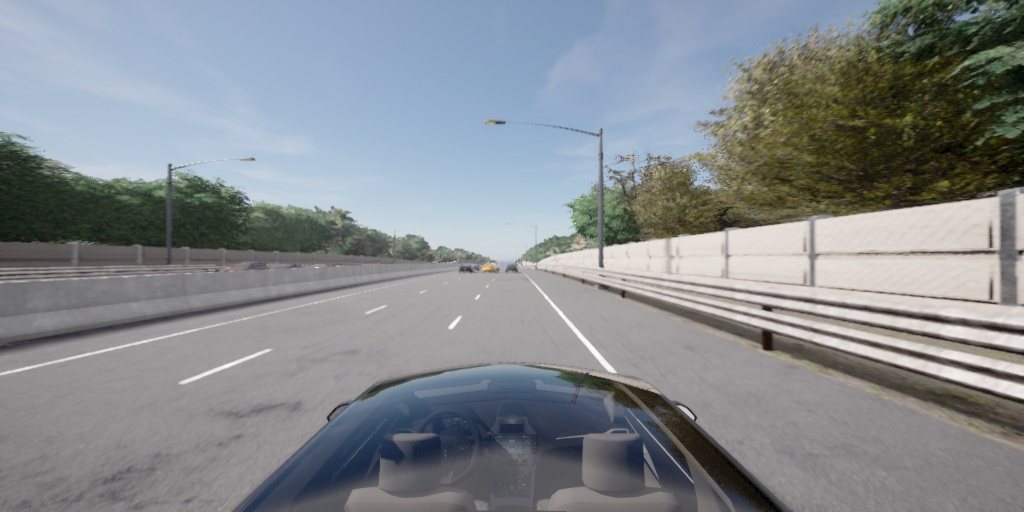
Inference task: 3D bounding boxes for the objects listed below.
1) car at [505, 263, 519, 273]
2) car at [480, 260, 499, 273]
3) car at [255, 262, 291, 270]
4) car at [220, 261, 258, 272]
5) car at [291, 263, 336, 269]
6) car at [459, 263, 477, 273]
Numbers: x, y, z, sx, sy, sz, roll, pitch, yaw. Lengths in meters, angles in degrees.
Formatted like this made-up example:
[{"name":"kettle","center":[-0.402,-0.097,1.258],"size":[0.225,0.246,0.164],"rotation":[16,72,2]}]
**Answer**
[{"name":"car","center":[0.007,1.843,55.923],"size":[1.837,1.490,4.892],"rotation":[0,-1,0]},{"name":"car","center":[-3.493,1.816,55.925],"size":[1.882,1.535,5.008],"rotation":[0,-1,0]},{"name":"car","center":[-21.072,1.489,33.500],"size":[1.837,1.490,4.892],"rotation":[0,-1,0]},{"name":"car","center":[-24.571,1.330,33.164],"size":[2.097,1.767,4.553],"rotation":[0,-1,0]},{"name":"car","center":[-17.574,1.453,32.975],"size":[1.882,1.535,5.008],"rotation":[0,-1,0]},{"name":"car","center":[-6.993,1.816,55.925],"size":[1.882,1.535,5.008],"rotation":[0,-1,0]}]
